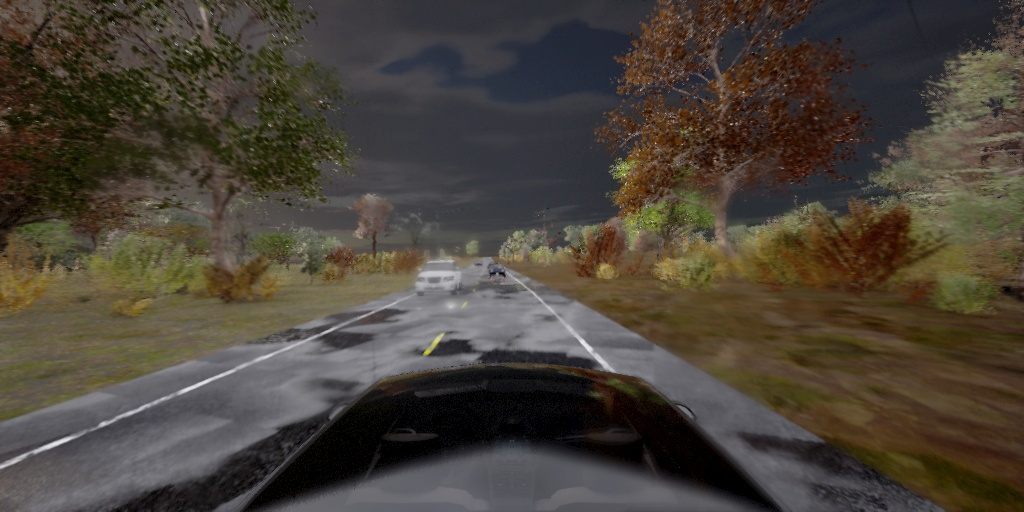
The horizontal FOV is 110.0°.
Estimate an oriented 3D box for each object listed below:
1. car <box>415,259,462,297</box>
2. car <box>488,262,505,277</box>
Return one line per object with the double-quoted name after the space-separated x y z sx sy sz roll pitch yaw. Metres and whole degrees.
-4.257 1.244 21.674 2.150 2.045 5.566 -2 0 -3 "car"
-1.781 1.707 41.846 1.895 1.301 4.718 -2 0 -4 "car"
